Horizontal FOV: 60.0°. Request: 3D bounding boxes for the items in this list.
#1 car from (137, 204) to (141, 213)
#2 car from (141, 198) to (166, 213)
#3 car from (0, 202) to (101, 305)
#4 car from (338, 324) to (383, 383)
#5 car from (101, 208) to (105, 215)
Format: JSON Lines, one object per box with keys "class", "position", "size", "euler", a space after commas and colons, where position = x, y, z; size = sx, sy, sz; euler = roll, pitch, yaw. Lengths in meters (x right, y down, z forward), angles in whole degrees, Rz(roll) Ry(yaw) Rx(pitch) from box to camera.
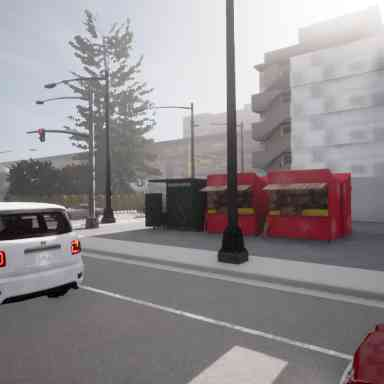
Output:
{"class": "car", "position": [-4.126, 1.482, 37.595], "size": [2.097, 1.767, 4.553], "euler": [-1, -1, 36]}
{"class": "car", "position": [-2.517, 1.585, 33.531], "size": [1.837, 1.490, 4.892], "euler": [-1, -1, 36]}
{"class": "car", "position": [-4.748, 1.234, 7.336], "size": [5.566, 2.045, 2.150], "euler": [0, 0, 36]}
{"class": "car", "position": [3.267, 1.601, 1.653], "size": [4.718, 1.301, 1.895], "euler": [0, 0, 35]}
{"class": "car", "position": [-10.087, 1.732, 29.381], "size": [1.895, 1.301, 4.718], "euler": [-1, -1, 36]}
